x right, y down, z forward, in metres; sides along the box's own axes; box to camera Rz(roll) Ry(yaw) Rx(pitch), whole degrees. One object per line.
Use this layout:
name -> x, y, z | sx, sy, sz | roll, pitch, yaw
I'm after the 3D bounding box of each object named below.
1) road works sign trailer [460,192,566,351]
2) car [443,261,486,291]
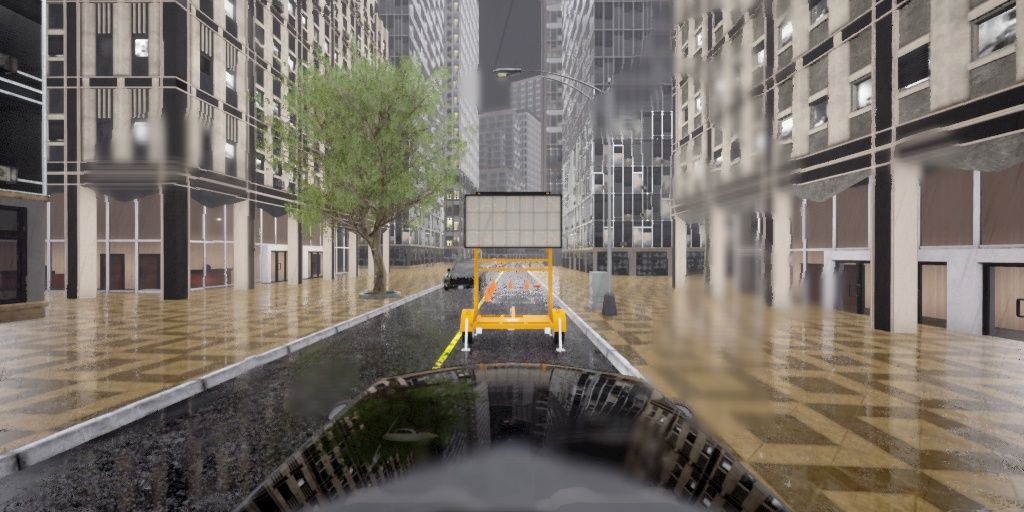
road works sign trailer -> 0.032, 0.214, 8.949 | 2.380, 3.560, 2.880 | 0, 0, 0
car -> -2.770, 1.106, 21.686 | 2.097, 1.767, 4.553 | 0, 0, 0
